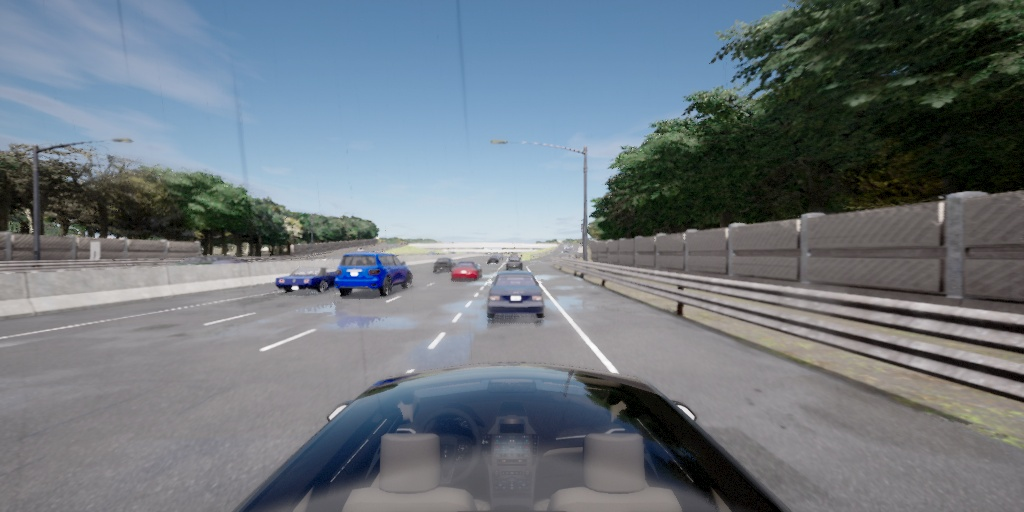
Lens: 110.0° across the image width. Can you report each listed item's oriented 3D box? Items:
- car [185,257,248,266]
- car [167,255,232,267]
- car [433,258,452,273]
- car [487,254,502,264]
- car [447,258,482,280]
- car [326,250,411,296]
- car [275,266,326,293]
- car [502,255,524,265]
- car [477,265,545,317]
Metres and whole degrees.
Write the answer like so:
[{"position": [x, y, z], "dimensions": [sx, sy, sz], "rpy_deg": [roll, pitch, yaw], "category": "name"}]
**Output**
[{"position": [-24.478, 1.022, 30.895], "dimensions": [2.033, 1.411, 5.357], "rpy_deg": [0, 1, 1], "category": "car"}, {"position": [-27.966, 0.813, 31.869], "dimensions": [2.097, 1.767, 4.553], "rpy_deg": [0, 1, 1], "category": "car"}, {"position": [-6.757, 0.910, 36.755], "dimensions": [1.837, 1.490, 4.892], "rpy_deg": [0, 1, 0], "category": "car"}, {"position": [-3.152, 0.632, 62.095], "dimensions": [1.812, 1.442, 4.674], "rpy_deg": [0, 1, 0], "category": "car"}, {"position": [-3.420, 1.079, 27.557], "dimensions": [1.994, 1.385, 4.181], "rpy_deg": [0, 1, 0], "category": "car"}, {"position": [-6.864, 0.846, 18.313], "dimensions": [2.150, 2.045, 5.566], "rpy_deg": [0, 1, 0], "category": "car"}, {"position": [-10.359, 1.212, 19.360], "dimensions": [1.895, 1.301, 4.718], "rpy_deg": [0, 1, 0], "category": "car"}, {"position": [0.275, 0.851, 40.641], "dimensions": [2.128, 1.511, 4.902], "rpy_deg": [0, 1, 0], "category": "car"}, {"position": [0.119, 1.232, 12.806], "dimensions": [2.033, 1.411, 5.357], "rpy_deg": [0, 1, 0], "category": "car"}]
